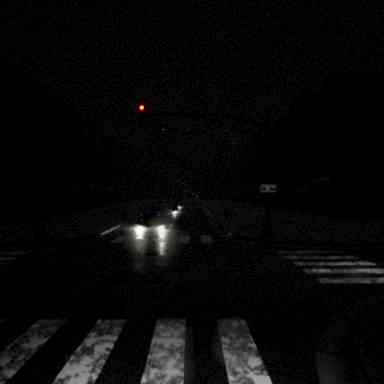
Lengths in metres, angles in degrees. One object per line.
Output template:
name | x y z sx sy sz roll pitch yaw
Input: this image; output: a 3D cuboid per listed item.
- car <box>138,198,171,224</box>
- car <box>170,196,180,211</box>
car | -2.892 1.516 25.320 1.882 1.535 5.008 0 0 0
car | -2.912 1.543 42.467 1.882 1.535 5.008 0 0 0
